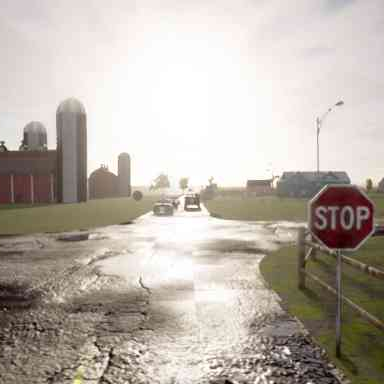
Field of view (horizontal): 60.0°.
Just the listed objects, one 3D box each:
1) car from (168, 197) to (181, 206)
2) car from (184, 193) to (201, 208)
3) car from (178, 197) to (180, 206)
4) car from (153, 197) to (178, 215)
[{"bbox_3d":[-2.915,1.535,56.597,2.033,1.411,5.357,0,0,0],"label":"car"},{"bbox_3d":[0.032,1.211,46.999,2.150,2.045,5.566,0,0,0],"label":"car"},{"bbox_3d":[-2.911,1.554,44.987,1.994,1.385,4.181,0,0,0],"label":"car"},{"bbox_3d":[-2.894,1.484,34.490,2.128,1.511,4.902,0,0,0],"label":"car"}]
